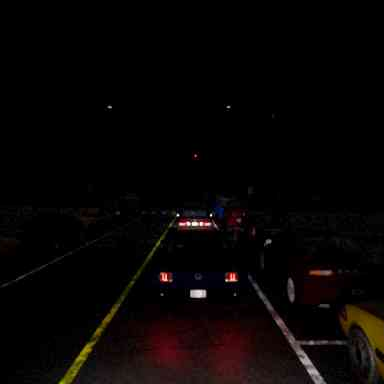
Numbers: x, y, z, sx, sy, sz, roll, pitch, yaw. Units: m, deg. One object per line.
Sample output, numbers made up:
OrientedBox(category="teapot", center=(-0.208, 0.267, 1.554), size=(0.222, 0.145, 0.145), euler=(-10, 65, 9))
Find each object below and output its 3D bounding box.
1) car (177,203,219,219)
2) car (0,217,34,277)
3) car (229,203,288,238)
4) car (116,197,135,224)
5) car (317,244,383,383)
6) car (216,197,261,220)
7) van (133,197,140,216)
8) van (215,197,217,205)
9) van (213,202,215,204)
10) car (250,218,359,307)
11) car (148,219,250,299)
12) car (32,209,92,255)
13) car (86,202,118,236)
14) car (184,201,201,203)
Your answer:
OrientedBox(category="car", center=(0.141, 1.536, 17.972), size=(2.033, 1.411, 5.357), euler=(0, 0, 0))
OrientedBox(category="car", center=(-5.747, 1.520, 7.641), size=(1.752, 1.417, 4.829), euler=(0, 0, 0))
OrientedBox(category="car", center=(2.792, 1.431, 13.227), size=(1.967, 1.590, 4.097), euler=(0, 0, 0))
OrientedBox(category="car", center=(-5.706, 1.426, 24.123), size=(1.967, 1.590, 4.097), euler=(0, 0, 0))
OrientedBox(category="car", center=(2.766, 1.523, 2.522), size=(1.752, 1.417, 4.829), euler=(0, 0, 0))
OrientedBox(category="car", center=(2.806, 1.303, 18.665), size=(2.192, 1.841, 5.009), euler=(0, 0, 0))
OrientedBox(category="van", center=(-5.693, 1.325, 29.561), size=(1.690, 1.788, 3.998), euler=(0, 0, 0))
OrientedBox(category="van", center=(2.819, 1.327, 24.102), size=(1.690, 1.788, 3.998), euler=(0, 0, 0))
OrientedBox(category="van", center=(2.833, 1.324, 29.540), size=(1.690, 1.788, 3.998), euler=(0, 0, 0))
OrientedBox(category="car", center=(2.779, 1.539, 7.790), size=(1.887, 1.381, 4.507), euler=(0, 0, 0))
OrientedBox(category="car", center=(0.121, 1.595, 8.381), size=(1.895, 1.301, 4.718), euler=(0, 0, 0))
OrientedBox(category="car", center=(-5.733, 1.557, 13.248), size=(1.947, 1.339, 4.313), euler=(0, 0, 0))
OrientedBox(category="car", center=(-5.720, 1.514, 18.516), size=(1.752, 1.417, 4.829), euler=(0, 0, 0))
OrientedBox(category="car", center=(0.065, 1.462, 27.799), size=(1.882, 1.535, 5.008), euler=(0, 0, 0))
